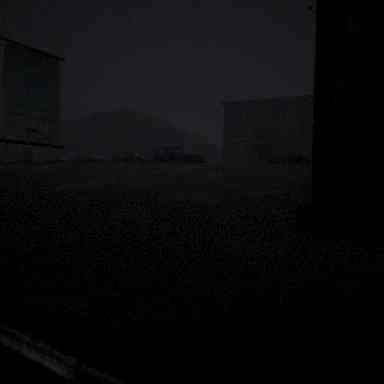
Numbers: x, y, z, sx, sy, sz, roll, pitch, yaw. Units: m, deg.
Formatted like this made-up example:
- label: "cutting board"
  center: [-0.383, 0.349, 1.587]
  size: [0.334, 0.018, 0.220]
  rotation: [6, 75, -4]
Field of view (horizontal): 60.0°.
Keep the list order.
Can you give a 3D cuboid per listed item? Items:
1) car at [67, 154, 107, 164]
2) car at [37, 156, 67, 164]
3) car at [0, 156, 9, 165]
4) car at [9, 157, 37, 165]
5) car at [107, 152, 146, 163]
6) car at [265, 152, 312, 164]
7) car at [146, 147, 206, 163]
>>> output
- label: "car"
  center: [-11.505, -3.606, 38.527]
  size: [4.892, 1.521, 2.231]
  rotation: [2, 1, 27]
- label: "car"
  center: [-16.337, -3.709, 40.984]
  size: [4.674, 1.452, 2.002]
  rotation: [2, 1, 28]
- label: "car"
  center: [-26.192, -4.165, 46.387]
  size: [4.553, 1.767, 2.185]
  rotation: [2, 1, 31]
- label: "car"
  center: [-21.200, -3.862, 43.589]
  size: [4.792, 1.488, 2.163]
  rotation: [2, 1, 29]
- label: "car"
  center: [-6.423, -3.567, 36.086]
  size: [4.553, 1.767, 2.185]
  rotation: [2, 1, 26]
- label: "car"
  center: [8.857, -2.782, 29.509]
  size: [4.674, 1.452, 2.002]
  rotation: [3, 1, 22]
- label: "car"
  center: [-1.322, -3.506, 33.749]
  size: [5.566, 2.045, 2.435]
  rotation: [2, 1, 25]
